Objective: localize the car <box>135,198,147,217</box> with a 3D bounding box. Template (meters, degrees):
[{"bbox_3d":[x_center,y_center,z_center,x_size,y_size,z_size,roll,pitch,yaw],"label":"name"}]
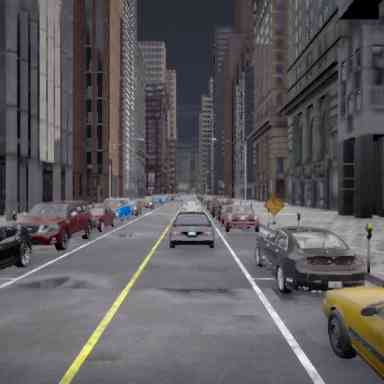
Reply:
[{"bbox_3d":[-5.765,1.438,31.129,1.967,1.590,4.097,0,0,0],"label":"car"}]

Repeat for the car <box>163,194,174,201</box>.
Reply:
[{"bbox_3d":[-5.766,1.322,81.859,2.192,1.841,5.009,0,0,0],"label":"car"}]

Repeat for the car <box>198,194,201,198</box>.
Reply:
[{"bbox_3d":[2.760,1.566,64.955,1.947,1.339,4.313,0,0,0],"label":"car"}]

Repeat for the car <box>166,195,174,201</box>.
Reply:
[{"bbox_3d":[-5.765,1.575,87.496,1.947,1.339,4.313,0,0,0],"label":"car"}]

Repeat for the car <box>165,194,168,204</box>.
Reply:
[{"bbox_3d":[-5.765,1.524,59.143,1.752,1.417,4.829,0,0,0],"label":"car"}]

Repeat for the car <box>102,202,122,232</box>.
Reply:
[{"bbox_3d":[-5.765,1.543,19.856,1.887,1.381,4.507,0,0,0],"label":"car"}]

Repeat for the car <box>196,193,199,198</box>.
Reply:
[{"bbox_3d":[2.760,1.594,93.137,1.802,1.307,4.206,0,0,0],"label":"car"}]

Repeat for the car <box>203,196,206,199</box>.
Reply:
[{"bbox_3d":[2.760,1.564,42.411,1.947,1.339,4.313,0,0,0],"label":"car"}]

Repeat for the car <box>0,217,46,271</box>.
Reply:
[{"bbox_3d":[-5.765,1.565,8.582,1.947,1.339,4.313,0,0,0],"label":"car"}]

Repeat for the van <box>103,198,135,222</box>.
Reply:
[{"bbox_3d":[-5.766,1.339,25.492,1.690,1.788,3.998,0,0,0],"label":"van"}]

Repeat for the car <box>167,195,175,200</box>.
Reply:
[{"bbox_3d":[-5.765,1.578,93.132,1.947,1.339,4.313,0,0,0],"label":"car"}]

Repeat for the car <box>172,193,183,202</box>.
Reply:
[{"bbox_3d":[-3.000,1.559,75.925,1.895,1.301,4.718,0,0,0],"label":"car"}]

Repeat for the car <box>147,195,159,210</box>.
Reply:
[{"bbox_3d":[-5.765,1.438,42.403,1.967,1.590,4.097,0,0,0],"label":"car"}]

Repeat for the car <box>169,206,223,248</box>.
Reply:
[{"bbox_3d":[0.000,1.563,14.651,2.033,1.411,5.357,0,0,0],"label":"car"}]

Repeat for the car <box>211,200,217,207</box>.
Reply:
[{"bbox_3d":[2.760,1.564,25.502,1.947,1.339,4.313,0,0,0],"label":"car"}]

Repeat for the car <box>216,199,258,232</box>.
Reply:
[{"bbox_3d":[2.760,1.439,19.865,1.967,1.590,4.097,0,0,0],"label":"car"}]

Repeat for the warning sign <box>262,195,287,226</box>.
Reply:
[{"bbox_3d":[5.071,1.114,20.559,1.300,1.860,1.060,0,0,0],"label":"warning sign"}]

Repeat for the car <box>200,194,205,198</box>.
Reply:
[{"bbox_3d":[2.760,1.438,53.683,1.967,1.590,4.097,0,0,0],"label":"car"}]

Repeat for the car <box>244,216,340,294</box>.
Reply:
[{"bbox_3d":[2.760,1.550,8.593,2.008,1.369,4.403,0,0,0],"label":"car"}]

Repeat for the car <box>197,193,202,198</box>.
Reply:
[{"bbox_3d":[2.760,1.589,81.865,1.802,1.307,4.206,0,0,0],"label":"car"}]

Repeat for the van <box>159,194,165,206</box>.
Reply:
[{"bbox_3d":[-5.766,1.339,53.676,1.690,1.788,3.998,0,0,0],"label":"van"}]

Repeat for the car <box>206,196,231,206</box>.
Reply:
[{"bbox_3d":[2.759,1.313,31.138,2.192,1.841,5.009,0,0,0],"label":"car"}]

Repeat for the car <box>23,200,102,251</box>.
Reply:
[{"bbox_3d":[-5.766,1.314,14.218,2.192,1.841,5.009,0,0,0],"label":"car"}]

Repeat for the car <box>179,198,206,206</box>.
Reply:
[{"bbox_3d":[0.000,1.532,29.651,1.812,1.442,4.674,0,0,0],"label":"car"}]

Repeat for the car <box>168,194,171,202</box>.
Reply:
[{"bbox_3d":[-5.765,1.551,64.948,2.008,1.369,4.403,0,0,0],"label":"car"}]

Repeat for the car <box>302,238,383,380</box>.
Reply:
[{"bbox_3d":[2.760,1.525,3.127,1.752,1.417,4.829,0,0,0],"label":"car"}]
